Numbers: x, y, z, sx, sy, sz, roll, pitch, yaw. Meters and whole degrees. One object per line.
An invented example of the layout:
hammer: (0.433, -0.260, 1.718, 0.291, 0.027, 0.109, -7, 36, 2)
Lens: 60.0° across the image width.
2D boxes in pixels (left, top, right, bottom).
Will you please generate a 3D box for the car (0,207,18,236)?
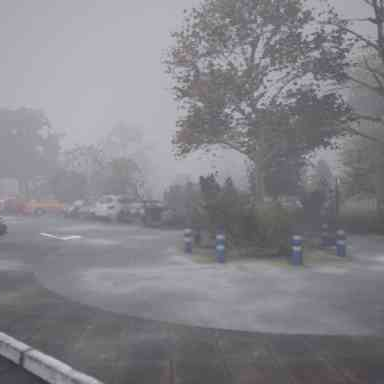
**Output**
car: (-10.640, 1.588, 14.597, 2.002, 1.452, 4.674, 0, -1, 36)

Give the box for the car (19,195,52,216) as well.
car: (-14.225, 1.410, 33.222, 2.185, 1.767, 4.553, 0, 0, 36)

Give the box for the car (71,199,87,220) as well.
car: (-7.505, 1.417, 28.471, 2.185, 1.767, 4.553, 0, 0, 36)

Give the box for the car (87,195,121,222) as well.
car: (-5.143, 1.294, 26.770, 2.435, 2.045, 5.566, 0, 0, 36)

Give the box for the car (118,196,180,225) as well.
car: (-2.916, 1.422, 25.097, 2.185, 1.767, 4.553, 0, 0, 36)

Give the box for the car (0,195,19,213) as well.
car: (-16.553, 1.282, 34.968, 2.435, 2.045, 5.566, 0, 0, 36)

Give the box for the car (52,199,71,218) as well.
car: (-9.767, 1.415, 30.095, 2.185, 1.767, 4.553, 0, 0, 36)
